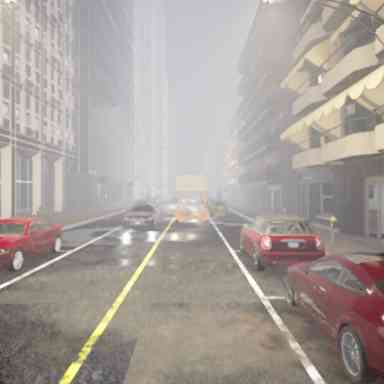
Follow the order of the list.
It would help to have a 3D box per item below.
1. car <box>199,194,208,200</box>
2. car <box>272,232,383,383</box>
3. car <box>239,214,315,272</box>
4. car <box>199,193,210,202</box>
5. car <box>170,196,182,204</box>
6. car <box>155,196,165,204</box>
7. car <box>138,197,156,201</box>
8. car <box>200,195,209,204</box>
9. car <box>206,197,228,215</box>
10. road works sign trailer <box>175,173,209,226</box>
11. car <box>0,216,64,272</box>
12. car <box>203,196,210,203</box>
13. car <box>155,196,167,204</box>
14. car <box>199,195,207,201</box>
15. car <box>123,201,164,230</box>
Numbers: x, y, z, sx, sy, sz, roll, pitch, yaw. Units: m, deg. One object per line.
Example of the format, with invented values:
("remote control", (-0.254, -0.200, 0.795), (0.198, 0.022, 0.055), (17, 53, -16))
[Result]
("car", (2.690, 1.389, 61.604), (1.967, 1.590, 4.097), (0, 0, 0))
("car", (2.692, 1.576, 5.120), (1.802, 1.307, 4.206), (0, 0, 0))
("car", (2.692, 1.428, 10.768), (1.967, 1.590, 4.097), (0, 0, 0))
("car", (2.690, 1.261, 72.902), (2.192, 1.841, 5.009), (0, 0, 0))
("car", (-3.023, 1.469, 62.525), (1.837, 1.490, 4.892), (0, 0, 0))
("car", (-5.690, 1.504, 50.307), (2.008, 1.369, 4.403), (0, 0, 0))
("car", (-5.690, 1.527, 39.010), (1.947, 1.339, 4.313), (0, 0, 0))
("car", (2.691, 1.505, 50.308), (2.008, 1.369, 4.403), (0, 0, 0))
("car", (2.691, 1.491, 33.532), (1.752, 1.417, 4.829), (0, 0, 0))
("road works sign trailer", (0.000, 0.439, 23.423), (2.380, 3.560, 2.880), (0, 0, 0))
("car", (-5.689, 1.532, 10.768), (1.887, 1.381, 4.507), (0, 0, 0))
("car", (2.691, 1.527, 39.011), (1.947, 1.339, 4.313), (0, 0, 0))
("car", (-5.690, 1.474, 61.434), (1.752, 1.417, 4.829), (0, 0, 0))
("car", (2.690, 1.524, 84.199), (1.802, 1.307, 4.206), (0, 0, 0))
("car", (-3.098, 1.502, 21.193), (1.812, 1.442, 4.674), (0, 0, 0))
